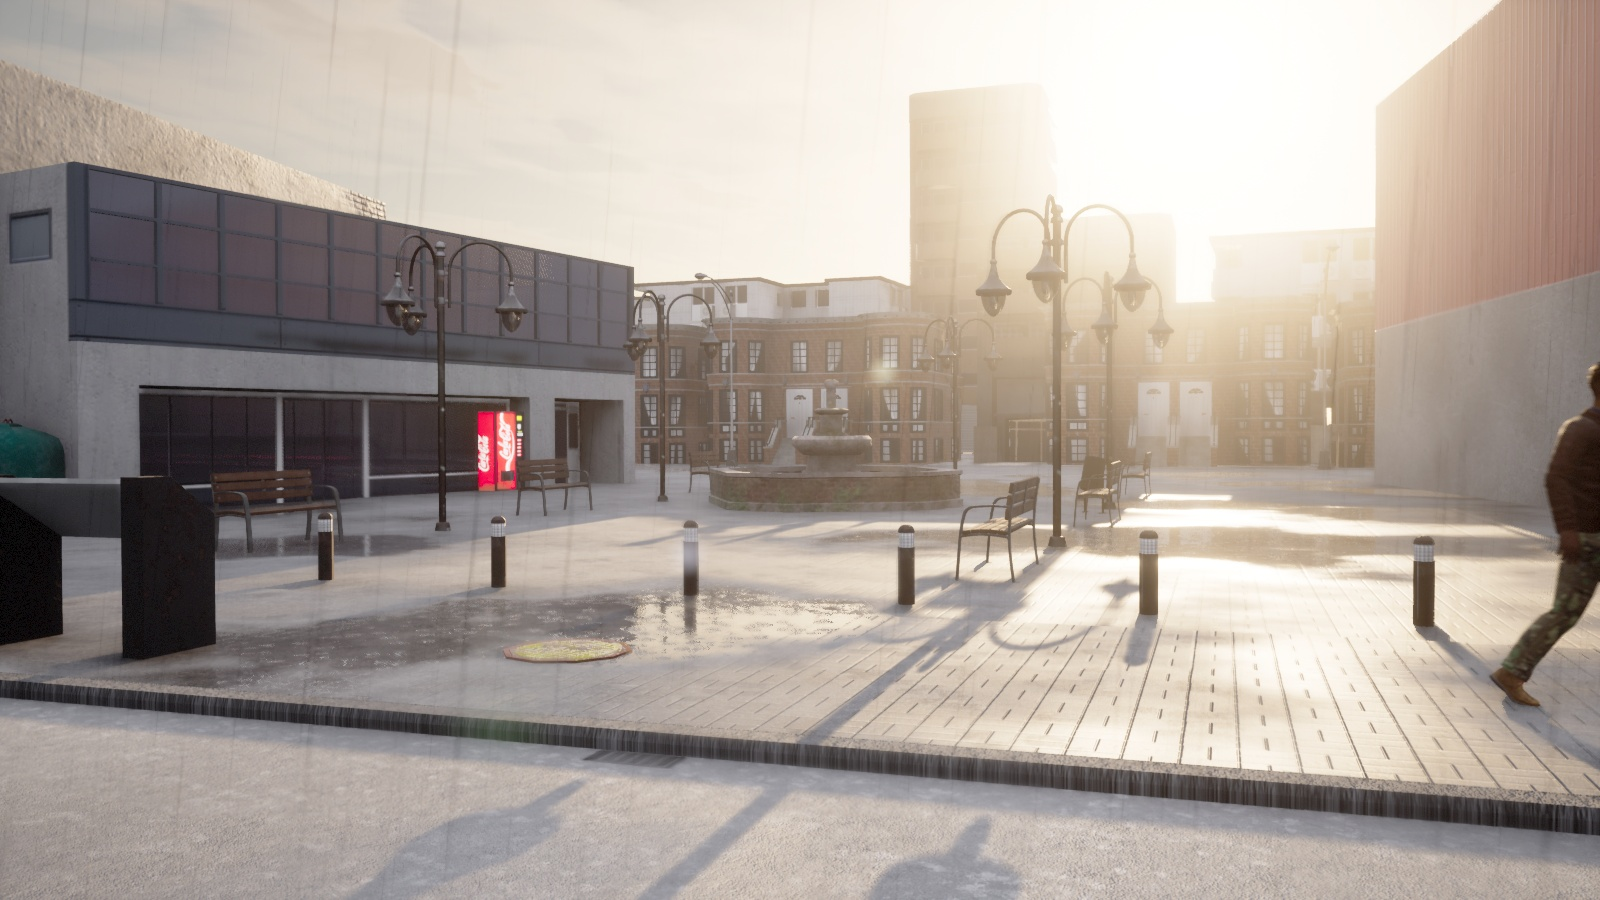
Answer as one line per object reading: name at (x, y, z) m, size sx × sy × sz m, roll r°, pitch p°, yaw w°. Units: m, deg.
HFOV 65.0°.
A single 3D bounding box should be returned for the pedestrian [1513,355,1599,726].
pedestrian at (4.095, 0.449, 6.401) m, size 0.703 × 1.840 × 0.431 m, roll 1°, pitch 1°, yaw 42°
